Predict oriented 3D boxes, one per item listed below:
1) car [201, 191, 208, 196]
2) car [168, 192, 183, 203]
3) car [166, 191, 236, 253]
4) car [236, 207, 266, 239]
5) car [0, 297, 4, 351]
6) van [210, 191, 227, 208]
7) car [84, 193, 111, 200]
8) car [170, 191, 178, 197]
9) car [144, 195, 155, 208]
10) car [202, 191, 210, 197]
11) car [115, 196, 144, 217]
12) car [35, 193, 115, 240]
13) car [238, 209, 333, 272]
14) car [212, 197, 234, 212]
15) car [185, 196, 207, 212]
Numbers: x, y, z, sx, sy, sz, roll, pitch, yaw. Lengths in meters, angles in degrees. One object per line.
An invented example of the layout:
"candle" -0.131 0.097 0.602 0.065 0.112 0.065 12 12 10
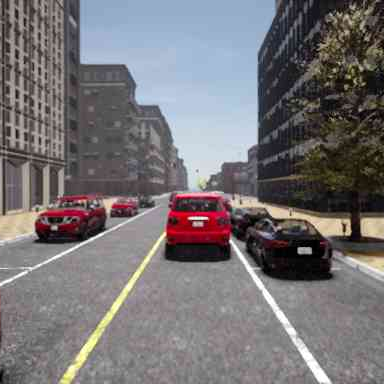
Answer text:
"car" 3.614 0.442 94.439 1.802 1.307 4.206 0 1 1
"car" -2.502 0.832 51.607 1.882 1.535 5.008 0 0 1
"car" 0.218 1.052 12.976 2.150 2.045 5.566 0 1 1
"car" 2.813 1.359 15.827 1.947 1.339 4.313 0 1 1
"car" -3.088 1.454 1.706 1.882 1.535 5.008 0 1 1
"van" 3.036 0.850 38.577 1.690 1.788 3.998 0 1 1
"car" -16.886 0.786 59.585 4.206 1.307 1.802 0 0 0
"car" -4.822 0.450 88.810 1.752 1.417 4.829 0 1 1
"car" -5.312 1.076 38.687 1.947 1.339 4.313 0 1 1
"car" 3.508 0.507 83.531 1.752 1.417 4.829 0 1 1
"car" -5.423 1.196 27.311 1.887 1.381 4.507 0 1 1
"car" -5.533 1.109 15.931 2.192 1.841 5.009 0 1 1
"car" 2.757 1.431 10.138 1.947 1.339 4.313 0 1 1
"car" 2.979 1.161 32.892 1.802 1.307 4.206 0 1 1
"car" 0.423 1.122 33.290 2.033 1.411 5.357 0 1 1
